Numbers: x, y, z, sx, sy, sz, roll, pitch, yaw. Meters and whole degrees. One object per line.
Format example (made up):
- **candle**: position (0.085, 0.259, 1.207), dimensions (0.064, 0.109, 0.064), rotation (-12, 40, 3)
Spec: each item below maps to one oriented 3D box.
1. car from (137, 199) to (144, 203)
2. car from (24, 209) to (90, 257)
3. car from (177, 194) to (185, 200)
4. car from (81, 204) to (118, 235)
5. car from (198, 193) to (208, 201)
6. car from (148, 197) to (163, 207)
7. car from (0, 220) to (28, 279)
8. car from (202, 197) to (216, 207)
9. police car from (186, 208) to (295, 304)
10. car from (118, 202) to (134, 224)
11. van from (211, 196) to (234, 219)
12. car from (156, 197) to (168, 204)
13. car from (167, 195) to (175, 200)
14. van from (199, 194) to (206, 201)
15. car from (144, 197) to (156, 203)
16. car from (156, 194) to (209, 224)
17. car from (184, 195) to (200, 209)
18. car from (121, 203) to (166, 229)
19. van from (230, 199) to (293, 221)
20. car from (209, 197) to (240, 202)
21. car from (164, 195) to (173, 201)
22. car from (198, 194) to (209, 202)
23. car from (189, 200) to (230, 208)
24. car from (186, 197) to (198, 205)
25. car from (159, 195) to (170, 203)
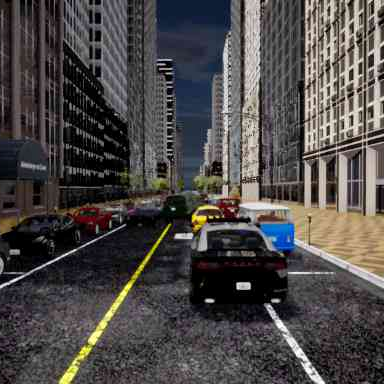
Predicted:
- **car**: position (-5.724, 1.575, 29.931), dimensions (1.802, 1.307, 4.206), rotation (-1, 0, 0)
- **car**: position (-5.710, 1.563, 12.880), dimensions (1.947, 1.339, 4.313), rotation (-1, 0, 0)
- **car**: position (-3.077, 1.325, 93.430), dimensions (2.097, 1.767, 4.553), rotation (0, 0, 0)
- **car**: position (-5.714, 1.540, 18.563), dimensions (1.887, 1.381, 4.507), rotation (-1, 0, 0)
- **car**: position (2.613, 1.294, 81.091), dimensions (2.192, 1.841, 5.009), rotation (-1, 0, 0)
- **car**: position (-5.742, 1.538, 52.665), dimensions (2.008, 1.369, 4.403), rotation (-1, 0, 0)
- **car**: position (-5.705, 1.549, 7.196), dimensions (2.008, 1.369, 4.403), rotation (-1, 0, 0)
- **car**: position (2.638, 1.538, 52.672), dimensions (2.008, 1.369, 4.403), rotation (-1, 0, 0)
- **police car**: position (0.891, 1.423, 8.341), dimensions (1.930, 1.638, 5.238), rotation (0, 0, 0)
- **car**: position (-5.720, 1.545, 24.247), dimensions (2.008, 1.369, 4.403), rotation (-1, 0, 0)
- **van**: position (2.655, 1.334, 29.938), dimensions (1.690, 1.788, 3.998), rotation (-1, 0, 0)
- **car**: position (-5.752, 1.566, 64.032), dimensions (1.802, 1.307, 4.206), rotation (-1, 0, 0)
- **car**: position (-5.775, 1.540, 92.451), dimensions (1.947, 1.339, 4.313), rotation (-1, 0, 0)
- **van**: position (2.608, 1.318, 86.774), dimensions (1.690, 1.788, 3.998), rotation (-1, 0, 0)
- **car**: position (-5.733, 1.541, 41.298), dimensions (2.008, 1.369, 4.403), rotation (-1, 0, 0)
- **car**: position (-0.164, 1.215, 24.615), dimensions (2.150, 2.045, 5.566), rotation (-1, 0, 24)
- **car**: position (-0.018, 1.341, 46.142), dimensions (2.097, 1.767, 4.553), rotation (0, 0, 0)
- **car**: position (-3.017, 1.596, 21.575), dimensions (1.895, 1.301, 4.718), rotation (0, 0, 0)
- **van**: position (2.669, 1.338, 12.887), dimensions (1.690, 1.788, 3.998), rotation (-1, 0, 0)
- **car**: position (2.659, 1.309, 24.254), dimensions (2.192, 1.841, 5.009), rotation (-1, 0, 0)
- **car**: position (-5.765, 1.504, 80.914), dimensions (1.752, 1.417, 4.829), rotation (-1, 0, 0)
- **car**: position (2.617, 1.296, 75.407), dimensions (2.192, 1.841, 5.009), rotation (-1, 0, 0)
- **car**: position (0.884, 1.451, 18.421), dimensions (1.801, 1.575, 5.366), rotation (0, 0, 0)
- **car**: position (-0.050, 1.549, 59.242), dimensions (1.994, 1.385, 4.181), rotation (0, 0, 0)
- **car**: position (-5.757, 1.422, 69.716), dimensions (1.967, 1.590, 4.097), rotation (-1, 0, 0)
